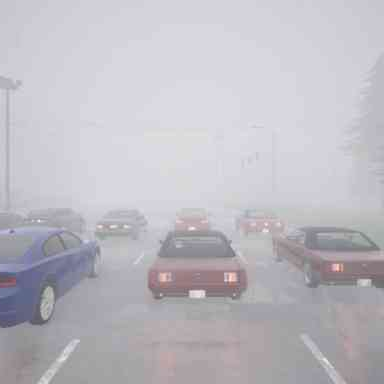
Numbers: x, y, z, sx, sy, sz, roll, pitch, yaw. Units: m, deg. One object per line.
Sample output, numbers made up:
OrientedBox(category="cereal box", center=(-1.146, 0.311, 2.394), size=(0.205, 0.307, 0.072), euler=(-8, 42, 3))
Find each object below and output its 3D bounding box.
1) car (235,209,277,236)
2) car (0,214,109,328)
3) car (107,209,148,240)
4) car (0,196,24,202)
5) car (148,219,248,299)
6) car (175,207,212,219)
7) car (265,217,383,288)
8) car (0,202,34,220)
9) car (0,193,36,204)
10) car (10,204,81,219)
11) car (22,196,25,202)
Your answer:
OrientedBox(category="car", center=(3.542, 1.601, 18.336), size=(1.895, 1.301, 4.718), euler=(0, 0, -1))
OrientedBox(category="car", center=(-3.407, 1.478, 7.118), size=(1.882, 1.535, 5.008), euler=(0, 0, 0))
OrientedBox(category="car", center=(-3.429, 1.547, 16.928), size=(2.033, 1.411, 5.357), euler=(0, 0, 0))
OrientedBox(category="car", center=(-24.371, 1.547, 41.203), size=(5.357, 1.411, 2.033), euler=(0, 0, -2))
OrientedBox(category="car", center=(0.091, 1.601, 8.376), size=(1.895, 1.301, 4.718), euler=(0, 0, 0))
OrientedBox(category="car", center=(0.053, 1.526, 17.479), size=(1.812, 1.442, 4.674), euler=(0, 0, 1))
OrientedBox(category="car", center=(3.592, 1.601, 9.168), size=(1.895, 1.301, 4.718), euler=(0, 0, 0))
OrientedBox(category="car", center=(-10.436, 1.491, 16.959), size=(2.128, 1.511, 4.902), euler=(0, 0, 0))
OrientedBox(category="car", center=(-25.641, 1.222, 48.220), size=(5.566, 2.045, 2.150), euler=(0, 0, -3))
OrientedBox(category="car", center=(-6.935, 1.505, 16.975), size=(1.837, 1.490, 4.892), euler=(0, 0, 0))
OrientedBox(category="car", center=(-25.403, 1.564, 44.666), size=(4.181, 1.385, 1.994), euler=(0, 0, -2))
